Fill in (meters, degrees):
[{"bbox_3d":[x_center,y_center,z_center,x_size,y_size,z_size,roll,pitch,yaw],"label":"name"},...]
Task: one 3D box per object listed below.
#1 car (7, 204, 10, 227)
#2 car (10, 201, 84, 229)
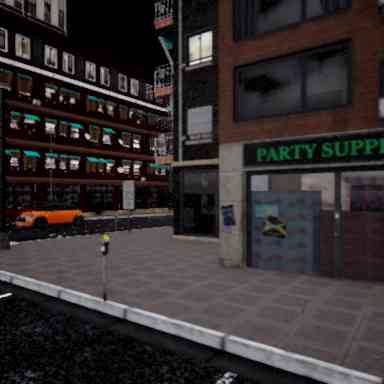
[{"bbox_3d":[-12.854,1.606,25.279,2.192,1.841,5.009,-1,-2,35],"label":"car"},{"bbox_3d":[-10.321,1.647,24.375,2.097,1.767,4.553,0,-1,35],"label":"car"}]
